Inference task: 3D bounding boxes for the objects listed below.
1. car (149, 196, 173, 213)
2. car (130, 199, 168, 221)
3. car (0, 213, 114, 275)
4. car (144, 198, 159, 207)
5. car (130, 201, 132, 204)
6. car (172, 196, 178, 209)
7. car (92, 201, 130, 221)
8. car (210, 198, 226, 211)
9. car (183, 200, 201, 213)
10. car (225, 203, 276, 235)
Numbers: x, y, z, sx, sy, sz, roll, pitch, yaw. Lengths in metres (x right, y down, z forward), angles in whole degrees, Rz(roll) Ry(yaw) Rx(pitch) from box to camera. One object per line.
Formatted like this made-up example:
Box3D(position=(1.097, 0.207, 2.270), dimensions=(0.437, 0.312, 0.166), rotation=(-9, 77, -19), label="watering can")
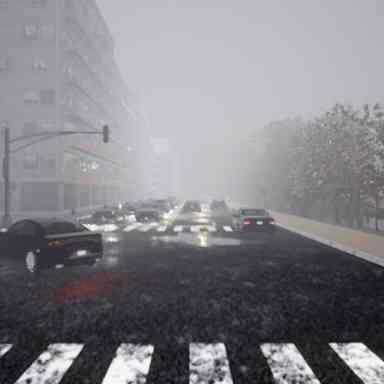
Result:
Box3D(position=(-3.411, 1.549, 36.989), dimensions=(1.837, 1.490, 4.892), rotation=(0, 0, -1), label="car")
Box3D(position=(-3.404, 1.578, 27.389), dimensions=(2.033, 1.411, 5.357), rotation=(0, 0, 0), label="car")
Box3D(position=(-4.896, 1.545, 10.882), dimensions=(5.008, 1.535, 1.882), rotation=(0, 0, 42), label="car")
Box3D(position=(-6.624, 1.638, 55.188), dimensions=(1.994, 1.385, 4.181), rotation=(0, 0, 0), label="car")
Box3D(position=(-6.652, 1.645, 36.290), dimensions=(1.895, 1.301, 4.718), rotation=(0, 0, 0), label="car")
Box3D(position=(-3.365, 1.622, 45.904), dimensions=(1.994, 1.385, 4.181), rotation=(0, 0, 0), label="car")
Box3D(position=(-6.653, 1.632, 27.127), dimensions=(1.895, 1.301, 4.718), rotation=(0, 0, 0), label="car")
Box3D(position=(3.257, 1.541, 41.449), dimensions=(2.128, 1.511, 4.902), rotation=(0, 0, 0), label="car")
Box3D(position=(0.015, 1.609, 38.225), dimensions=(1.994, 1.385, 4.181), rotation=(0, 0, 0), label="car")
Box3D(position=(3.305, 1.566, 18.770), dimensions=(2.033, 1.411, 5.357), rotation=(0, 0, 0), label="car")
